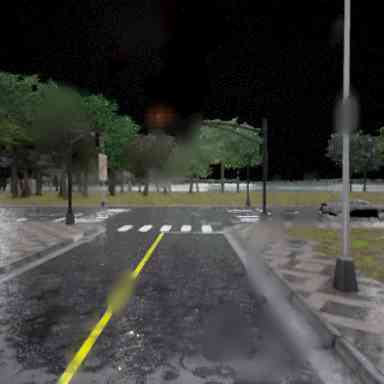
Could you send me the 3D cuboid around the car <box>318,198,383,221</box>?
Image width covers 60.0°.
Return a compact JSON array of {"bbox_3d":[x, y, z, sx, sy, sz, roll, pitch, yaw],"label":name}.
[{"bbox_3d":[11.600,1.216,23.714,4.902,1.511,2.128,0,1,0],"label":"car"}]
